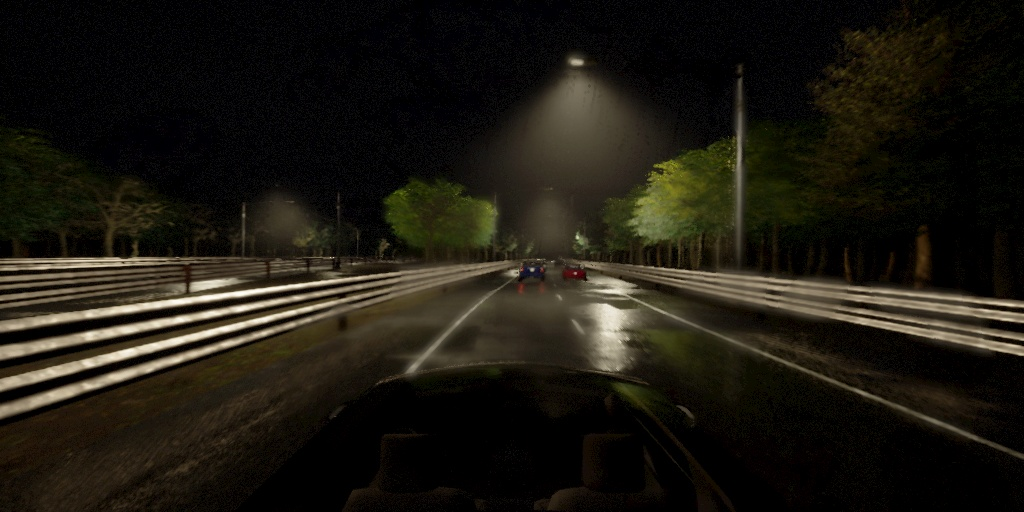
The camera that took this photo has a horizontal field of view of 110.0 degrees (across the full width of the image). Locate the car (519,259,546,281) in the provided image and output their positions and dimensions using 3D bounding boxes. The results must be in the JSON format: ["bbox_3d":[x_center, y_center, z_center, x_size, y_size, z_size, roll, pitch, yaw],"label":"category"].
[{"bbox_3d":[1.779,1.131,30.317,2.097,1.767,4.553,1,0,6],"label":"car"}]

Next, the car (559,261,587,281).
[{"bbox_3d":[5.404,1.380,31.480,1.994,1.385,4.181,1,0,6],"label":"car"}]
